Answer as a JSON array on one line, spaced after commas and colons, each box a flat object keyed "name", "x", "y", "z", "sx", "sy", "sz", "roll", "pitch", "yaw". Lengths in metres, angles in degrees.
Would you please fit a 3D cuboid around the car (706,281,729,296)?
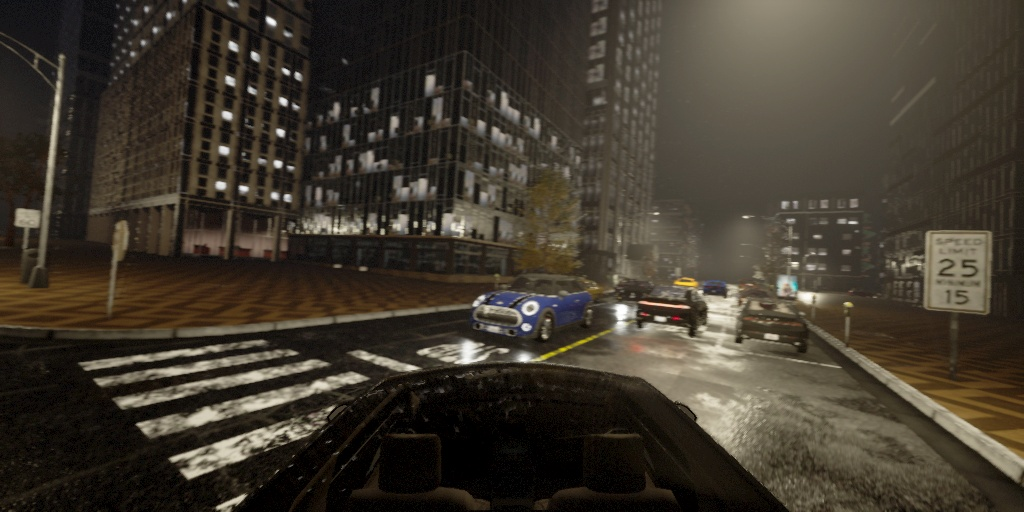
[{"name": "car", "x": 18.861, "y": 3.038, "z": 33.205, "sx": 1.882, "sy": 1.535, "sz": 5.008, "roll": 3, "pitch": -1, "yaw": 33}]

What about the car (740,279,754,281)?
[{"name": "car", "x": 22.852, "y": 3.356, "z": 34.716, "sx": 1.751, "sy": 1.417, "sz": 4.829, "roll": 0, "pitch": 0, "yaw": 33}]

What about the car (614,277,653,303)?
[{"name": "car", "x": 7.881, "y": 2.210, "z": 21.892, "sx": 1.994, "sy": 1.385, "sz": 4.181, "roll": 3, "pitch": -1, "yaw": 33}]

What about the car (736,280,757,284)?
[{"name": "car", "x": 19.783, "y": 3.093, "z": 29.887, "sx": 1.888, "sy": 1.381, "sz": 4.507, "roll": 0, "pitch": 0, "yaw": 33}]

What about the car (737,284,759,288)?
[{"name": "car", "x": 13.827, "y": 2.566, "z": 20.515, "sx": 1.802, "sy": 1.307, "sz": 4.207, "roll": 0, "pitch": 0, "yaw": 33}]

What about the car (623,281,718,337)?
[{"name": "car", "x": 5.875, "y": 1.824, "z": 12.929, "sx": 2.128, "sy": 1.511, "sz": 4.902, "roll": 3, "pitch": -1, "yaw": 34}]

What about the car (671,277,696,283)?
[{"name": "car", "x": 19.219, "y": 3.195, "z": 39.561, "sx": 1.882, "sy": 1.535, "sz": 5.008, "roll": 3, "pitch": -2, "yaw": 33}]

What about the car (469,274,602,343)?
[{"name": "car", "x": 0.785, "y": 1.326, "z": 10.719, "sx": 2.097, "sy": 1.767, "sz": 4.553, "roll": 3, "pitch": -1, "yaw": 33}]

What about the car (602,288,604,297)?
[{"name": "car", "x": 3.700, "y": 1.889, "z": 20.190, "sx": 1.751, "sy": 1.417, "sz": 4.829, "roll": 0, "pitch": 0, "yaw": 33}]

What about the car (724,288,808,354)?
[{"name": "car", "x": 7.872, "y": 1.970, "z": 11.142, "sx": 2.007, "sy": 1.370, "sz": 4.403, "roll": 0, "pitch": 0, "yaw": 33}]
